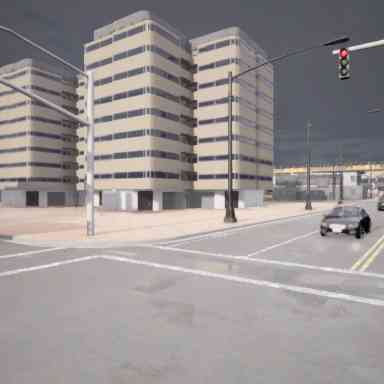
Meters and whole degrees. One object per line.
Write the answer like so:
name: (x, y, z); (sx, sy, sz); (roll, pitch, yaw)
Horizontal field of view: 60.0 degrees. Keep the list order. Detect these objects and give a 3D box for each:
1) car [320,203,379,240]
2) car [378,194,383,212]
car: (8.068, 1.498, 17.293); (2.128, 1.511, 4.902); (0, 0, 35)
car: (22.559, 1.208, 37.778); (2.150, 2.045, 5.566); (0, 0, 35)
